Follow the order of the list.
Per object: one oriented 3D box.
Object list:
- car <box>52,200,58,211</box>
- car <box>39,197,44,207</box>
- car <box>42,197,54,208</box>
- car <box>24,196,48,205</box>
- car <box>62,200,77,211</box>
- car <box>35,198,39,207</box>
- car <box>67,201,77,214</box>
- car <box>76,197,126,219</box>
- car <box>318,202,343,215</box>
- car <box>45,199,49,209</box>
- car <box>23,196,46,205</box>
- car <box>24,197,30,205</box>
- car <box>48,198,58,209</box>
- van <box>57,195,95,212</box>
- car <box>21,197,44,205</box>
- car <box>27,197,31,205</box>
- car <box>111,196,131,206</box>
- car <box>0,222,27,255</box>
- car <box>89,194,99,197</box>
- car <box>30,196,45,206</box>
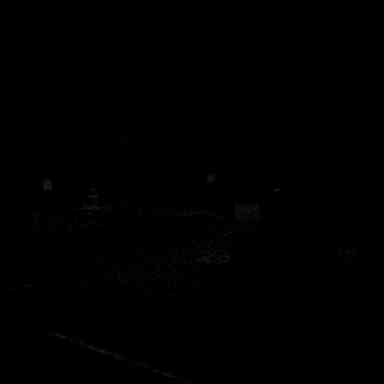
[{"bbox_3d":[-19.089,2.214,53.170,2.097,1.535,5.008,-2,4,36],"label":"car"},{"bbox_3d":[-25.826,2.074,63.127,2.185,1.767,4.553,-2,4,36],"label":"car"},{"bbox_3d":[-24.142,2.076,60.642,2.185,1.767,4.553,-2,4,36],"label":"car"},{"bbox_3d":[-37.654,2.085,80.485,2.185,1.767,4.553,-2,3,36],"label":"car"},{"bbox_3d":[-15.720,2.262,48.203,2.002,1.452,4.674,-2,3,36],"label":"car"},{"bbox_3d":[-27.512,2.227,65.625,2.163,1.488,4.792,-2,3,36],"label":"car"},{"bbox_3d":[-13.916,2.208,45.872,1.946,1.575,5.366,-2,3,36],"label":"car"},{"bbox_3d":[-10.656,1.984,40.720,2.435,2.045,5.566,-2,4,36],"label":"car"},{"bbox_3d":[11.054,1.483,24.254,2.097,1.767,4.553,-4,1,-16],"label":"car"},{"bbox_3d":[-22.471,2.247,58.140,2.002,1.452,4.674,-2,3,36],"label":"car"},{"bbox_3d":[-39.338,2.090,82.970,2.185,1.767,4.553,-2,3,36],"label":"car"},{"bbox_3d":[-34.276,1.950,75.557,2.435,2.045,5.566,-3,3,36],"label":"car"},{"bbox_3d":[-20.819,2.088,55.626,2.185,1.767,4.553,-2,3,36],"label":"car"},{"bbox_3d":[-17.487,2.002,50.576,1.878,1.987,4.442,-2,4,36],"label":"van"},{"bbox_3d":[-40.975,2.245,85.508,2.163,1.488,4.792,-2,3,36],"label":"car"},{"bbox_3d":[-32.469,2.182,73.209,1.946,1.575,5.366,-2,3,36],"label":"car"},{"bbox_3d":[-13.113,1.578,61.074,1.837,1.490,4.892,-5,3,-34],"label":"car"},{"bbox_3d":[-12.342,2.913,20.222,5.566,2.045,2.435,-3,2,34],"label":"car"},{"bbox_3d":[-16.833,1.707,59.251,2.097,1.767,4.553,-5,3,-34],"label":"car"},{"bbox_3d":[-29.212,1.946,68.097,2.435,2.045,5.566,-2,3,36],"label":"car"}]
